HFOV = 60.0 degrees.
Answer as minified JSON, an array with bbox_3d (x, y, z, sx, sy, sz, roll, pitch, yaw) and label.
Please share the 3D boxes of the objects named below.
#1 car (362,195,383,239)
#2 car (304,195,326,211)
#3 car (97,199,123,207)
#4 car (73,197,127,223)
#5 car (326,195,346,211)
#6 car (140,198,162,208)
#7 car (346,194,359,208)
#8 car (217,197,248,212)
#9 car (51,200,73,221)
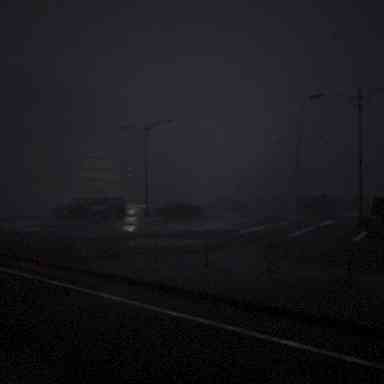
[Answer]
[{"bbox_3d":[9.303,1.168,15.447,1.905,1.878,3.866,-1,0,34],"label":"car"},{"bbox_3d":[18.265,1.519,48.648,1.970,1.475,3.806,-1,0,34],"label":"car"},{"bbox_3d":[-15.481,2.060,63.092,1.895,1.301,4.718,-1,0,34],"label":"car"},{"bbox_3d":[-6.982,1.351,26.395,1.905,1.878,3.866,-1,0,34],"label":"car"},{"bbox_3d":[20.664,1.460,47.027,1.784,1.438,3.905,-1,0,34],"label":"car"},{"bbox_3d":[-8.595,1.993,67.007,1.994,1.385,4.181,-1,0,34],"label":"car"},{"bbox_3d":[22.914,1.225,45.569,1.932,1.855,4.605,-1,0,34],"label":"car"},{"bbox_3d":[5.035,1.569,39.357,1.970,1.475,3.806,-1,0,34],"label":"car"},{"bbox_3d":[-9.350,1.376,28.059,1.932,1.855,4.605,-1,0,34],"label":"car"}]
